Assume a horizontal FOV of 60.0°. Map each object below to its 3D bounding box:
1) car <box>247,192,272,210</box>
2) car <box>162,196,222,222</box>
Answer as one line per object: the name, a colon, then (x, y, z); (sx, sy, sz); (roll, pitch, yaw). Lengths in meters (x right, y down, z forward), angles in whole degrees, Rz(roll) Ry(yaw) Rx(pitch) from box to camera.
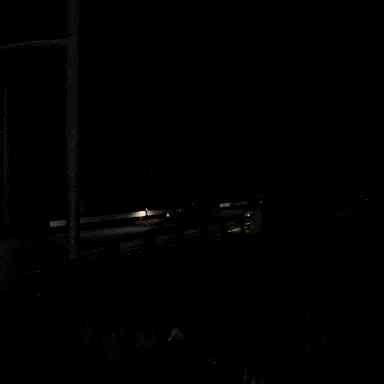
car: (6.951, 0.779, 30.655); (1.882, 1.535, 5.008); (0, 1, 42)
car: (0.074, 1.091, 22.957); (2.128, 1.511, 4.902); (0, 3, 41)
